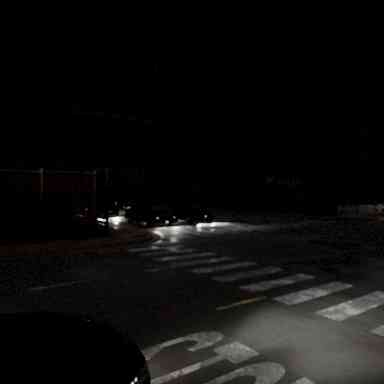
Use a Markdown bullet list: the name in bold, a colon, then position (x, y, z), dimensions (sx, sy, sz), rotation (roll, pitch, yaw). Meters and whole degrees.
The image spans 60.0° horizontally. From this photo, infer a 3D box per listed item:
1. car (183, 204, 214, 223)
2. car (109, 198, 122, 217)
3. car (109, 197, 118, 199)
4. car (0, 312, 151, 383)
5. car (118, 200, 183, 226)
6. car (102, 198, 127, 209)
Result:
- **car**: position (-0.142, 1.605, 25.895), dimensions (1.994, 1.385, 4.181), rotation (0, 0, -35)
- **car**: position (-8.491, 1.609, 31.634), dimensions (1.994, 1.385, 4.181), rotation (0, 0, -35)
- **car**: position (-10.807, 1.393, 40.916), dimensions (2.097, 1.767, 4.553), rotation (0, 0, -36)
- **car**: position (-2.559, 1.493, 1.923), dimensions (4.902, 1.511, 2.128), rotation (0, 0, -35)
- **car**: position (-3.161, 1.592, 24.103), dimensions (2.033, 1.411, 5.357), rotation (0, 0, -35)
- **car**: position (-11.162, 1.563, 47.850), dimensions (1.812, 1.442, 4.674), rotation (0, 0, -36)
